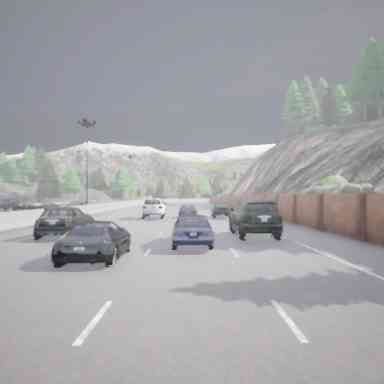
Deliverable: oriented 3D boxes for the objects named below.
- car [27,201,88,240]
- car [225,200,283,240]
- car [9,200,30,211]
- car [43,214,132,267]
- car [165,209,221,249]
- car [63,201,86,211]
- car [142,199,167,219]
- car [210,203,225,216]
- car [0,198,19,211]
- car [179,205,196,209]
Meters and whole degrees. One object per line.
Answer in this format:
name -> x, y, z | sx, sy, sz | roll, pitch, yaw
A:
car -> -7.071, 1.615, 18.874 | 2.097, 1.767, 4.553 | 0, -1, -1
car -> 3.440, 1.481, 18.716 | 2.150, 2.045, 5.566 | 0, -1, -1
car -> -25.499, 2.304, 50.975 | 1.895, 1.301, 4.718 | 0, -1, -1
car -> -3.459, 1.733, 12.138 | 1.994, 1.385, 4.181 | 0, -1, -1
car -> 0.001, 1.766, 15.732 | 2.033, 1.411, 5.357 | 0, -1, -1
car -> -18.542, 2.204, 52.705 | 1.882, 1.535, 5.008 | 0, -1, -1
car -> -3.938, 1.706, 35.047 | 2.150, 2.045, 5.566 | 0, -1, -1
car -> 3.044, 2.000, 35.834 | 1.837, 1.490, 4.892 | 0, -1, -1
car -> -29.007, 1.935, 51.928 | 2.150, 2.045, 5.566 | 0, -1, -1
car -> -0.472, 2.067, 36.407 | 1.994, 1.385, 4.181 | 0, -1, -1
